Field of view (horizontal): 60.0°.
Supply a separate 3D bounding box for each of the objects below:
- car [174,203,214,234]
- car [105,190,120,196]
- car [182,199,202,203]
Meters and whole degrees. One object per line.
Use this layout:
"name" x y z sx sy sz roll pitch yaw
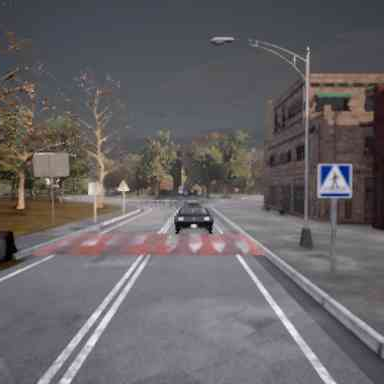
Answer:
"car" 0.086 1.483 17.777 1.895 1.301 4.718 0 -5 0
"car" -21.464 0.355 89.914 1.812 1.442 4.674 1 2 25
"car" 0.043 1.463 35.124 1.837 1.490 4.892 0 0 0
